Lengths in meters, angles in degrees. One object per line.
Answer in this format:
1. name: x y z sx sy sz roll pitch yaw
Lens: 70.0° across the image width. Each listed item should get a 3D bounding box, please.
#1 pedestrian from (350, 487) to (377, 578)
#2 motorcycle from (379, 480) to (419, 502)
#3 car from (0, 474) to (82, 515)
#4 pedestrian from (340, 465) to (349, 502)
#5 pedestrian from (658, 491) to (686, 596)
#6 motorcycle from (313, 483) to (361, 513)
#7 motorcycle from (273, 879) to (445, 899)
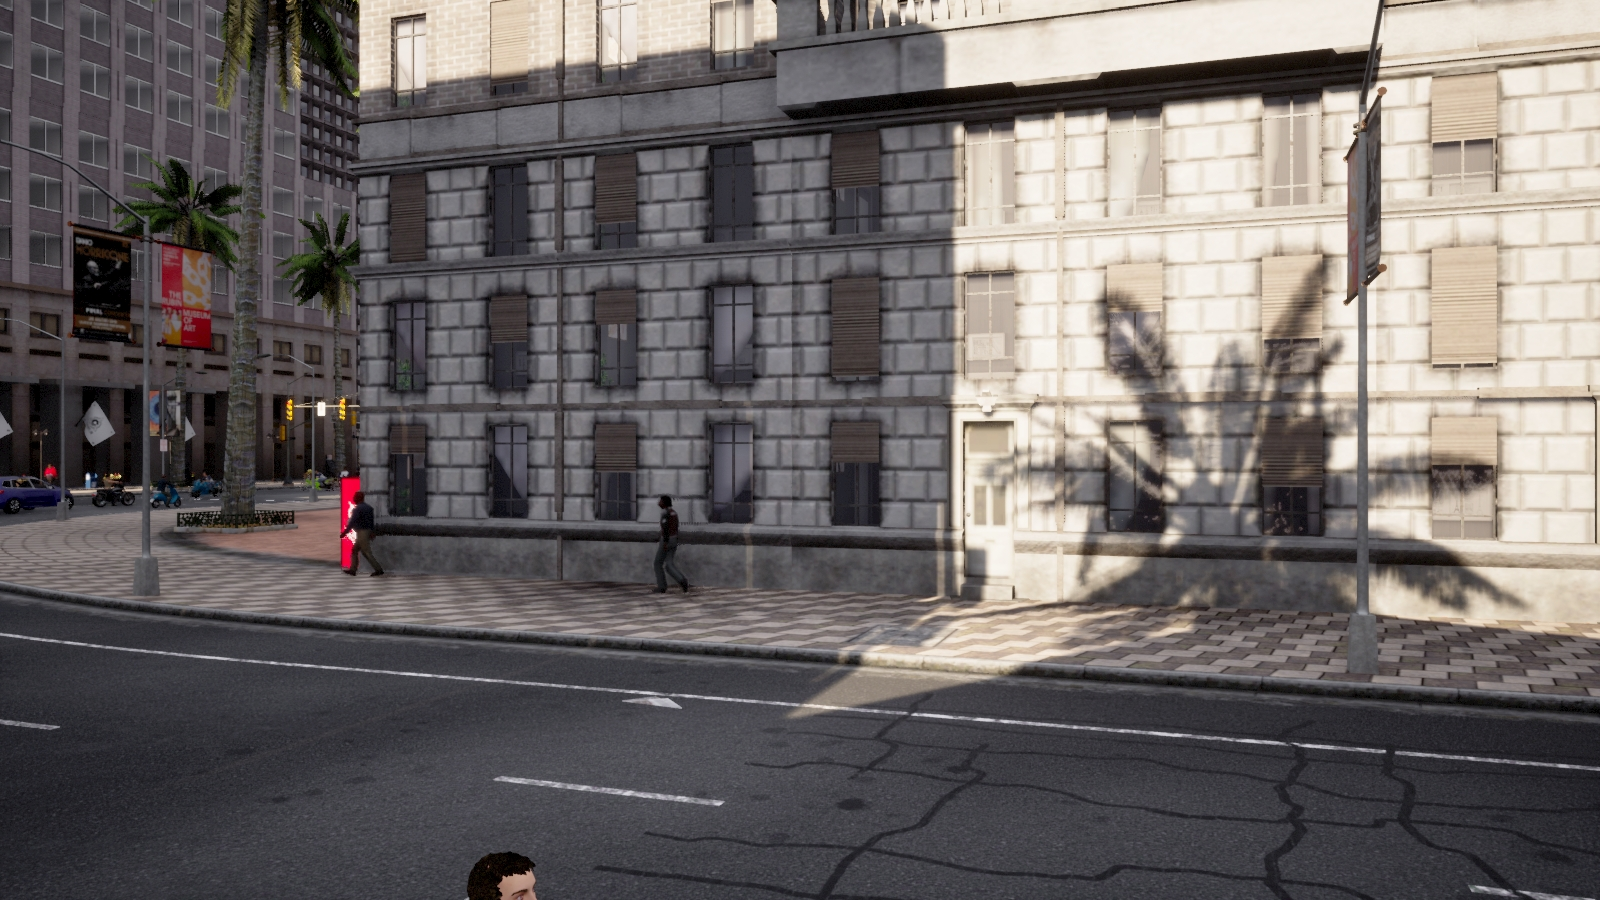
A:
1. pedestrian: -9.002 1.696 23.582 0.375 1.860 0.375 0 0 9
2. motorcycle: -21.675 2.213 61.805 0.803 1.145 2.033 1 0 25
3. car: -35.215 1.968 51.598 2.242 1.667 4.611 0 0 9
4. pedestrian: -23.093 1.696 57.946 0.375 1.860 0.375 0 0 -12
5. pedestrian: -2.337 1.696 20.864 0.375 1.860 0.375 0 0 24
6. motorcycle: -21.134 2.170 52.239 0.764 1.277 2.356 0 0 16
7. motorcycle: -1.030 2.213 3.640 2.033 1.145 0.803 0 0 20
